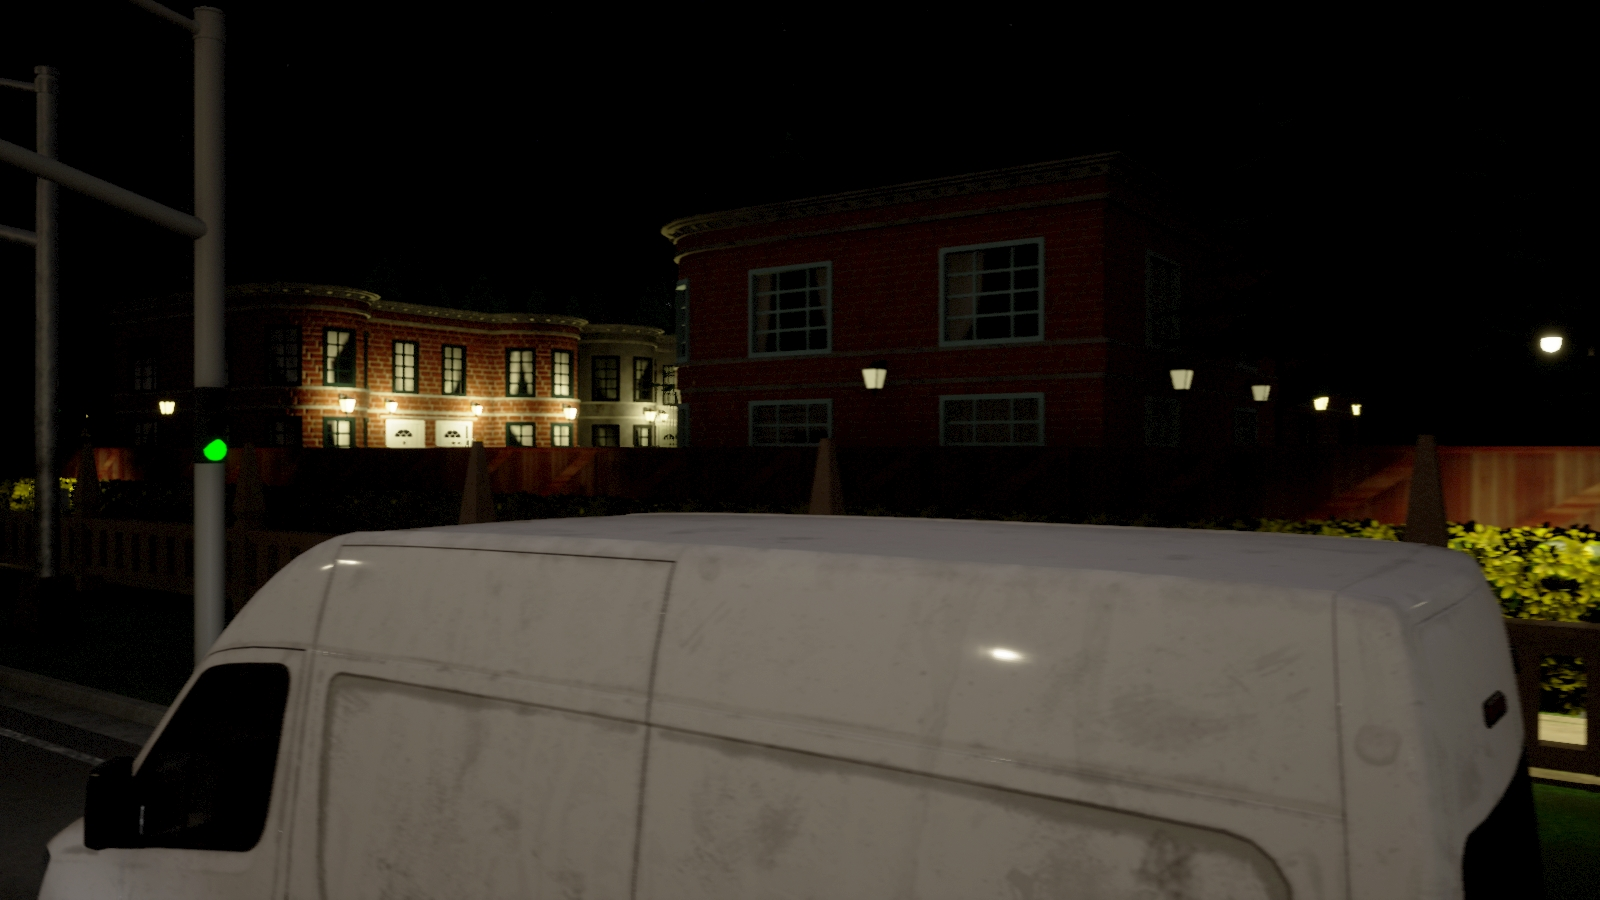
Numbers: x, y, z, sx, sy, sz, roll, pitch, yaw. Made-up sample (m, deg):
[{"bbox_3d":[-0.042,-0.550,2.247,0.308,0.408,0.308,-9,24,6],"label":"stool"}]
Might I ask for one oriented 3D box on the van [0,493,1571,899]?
[{"bbox_3d":[-0.719,1.533,4.252,5.915,2.561,1.988,0,0,35],"label":"van"}]
